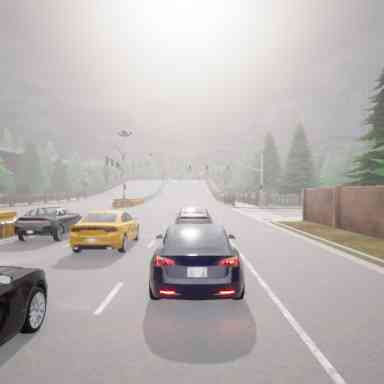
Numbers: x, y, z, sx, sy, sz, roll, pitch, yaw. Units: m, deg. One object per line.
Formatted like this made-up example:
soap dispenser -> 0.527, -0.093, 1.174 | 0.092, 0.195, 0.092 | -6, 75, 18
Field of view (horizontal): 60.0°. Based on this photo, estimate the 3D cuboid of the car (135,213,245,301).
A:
car -> 0.096, 1.504, 8.400 | 2.163, 1.488, 4.792 | 0, 0, 0

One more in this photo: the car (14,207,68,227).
car -> -6.909, 1.491, 16.599 | 2.128, 1.511, 4.902 | 0, 0, 0

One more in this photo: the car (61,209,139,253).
car -> -3.407, 1.478, 13.754 | 1.882, 1.535, 5.008 | 0, 0, 0

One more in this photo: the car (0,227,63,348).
car -> -3.400, 1.478, 3.737 | 1.882, 1.535, 5.008 | 0, 0, 0

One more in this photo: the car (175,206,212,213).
car -> 0.090, 1.492, 17.491 | 2.128, 1.511, 4.902 | 0, 0, 0
